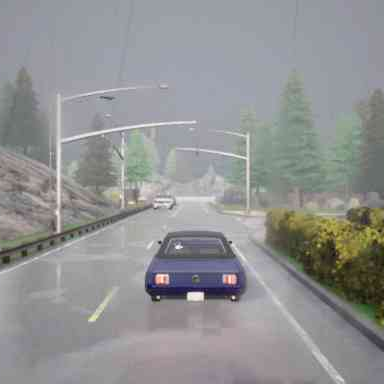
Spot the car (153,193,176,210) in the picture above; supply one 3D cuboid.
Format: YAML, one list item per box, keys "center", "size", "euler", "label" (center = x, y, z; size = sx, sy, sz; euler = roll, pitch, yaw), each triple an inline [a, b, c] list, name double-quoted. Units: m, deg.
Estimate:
- center: [-3.614, 1.205, 42.654]
  size: [2.150, 2.045, 5.566]
  euler: [0, 0, 0]
  label: "car"

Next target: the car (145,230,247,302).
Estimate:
- center: [0.077, 1.598, 8.225]
  size: [1.895, 1.301, 4.718]
  euler: [0, 0, 0]
  label: "car"

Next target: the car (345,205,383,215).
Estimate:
- center: [15.479, 1.752, 27.805]
  size: [4.718, 1.301, 1.895]
  euler: [0, 0, 0]
  label: "car"
